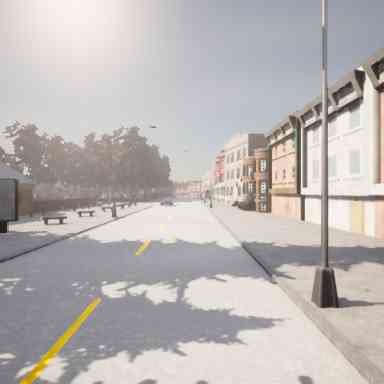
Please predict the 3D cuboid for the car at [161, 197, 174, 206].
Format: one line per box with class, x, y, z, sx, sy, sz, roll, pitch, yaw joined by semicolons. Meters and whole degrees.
car;-4.047;1.530;54.325;1.812;1.442;4.674;0;0;0
